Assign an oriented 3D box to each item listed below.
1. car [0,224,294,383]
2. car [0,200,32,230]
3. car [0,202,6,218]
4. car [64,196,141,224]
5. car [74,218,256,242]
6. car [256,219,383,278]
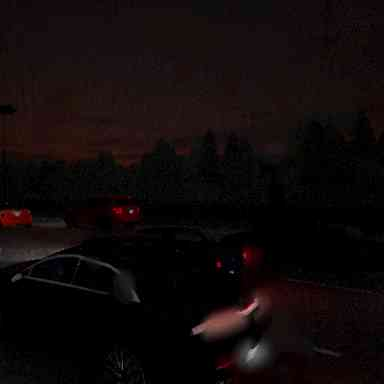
[{"bbox_3d":[-1.310,1.498,4.936,4.902,1.511,2.128,0,0,36],"label":"car"},{"bbox_3d":[-12.349,1.395,21.448,4.553,1.767,2.097,0,0,36],"label":"car"},{"bbox_3d":[-19.706,1.612,31.020,5.357,1.411,2.033,0,0,36],"label":"car"},{"bbox_3d":[-5.734,1.252,21.016,5.566,2.045,2.150,0,0,36],"label":"car"},{"bbox_3d":[-0.923,1.612,8.962,4.718,1.301,1.895,0,0,36],"label":"car"},{"bbox_3d":[3.442,1.554,10.142,5.357,1.411,2.033,0,0,36],"label":"car"}]
